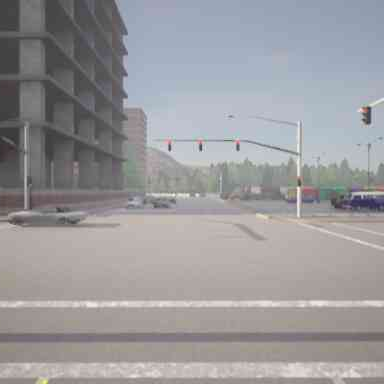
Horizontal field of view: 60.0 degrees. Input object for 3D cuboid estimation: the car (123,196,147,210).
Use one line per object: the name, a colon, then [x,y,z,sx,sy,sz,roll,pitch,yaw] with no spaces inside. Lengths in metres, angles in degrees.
car: [-7.252,1.428,41.831,1.812,1.442,4.674,0,0,0]

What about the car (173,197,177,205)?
car: [-3.671,1.468,57.309,1.895,1.301,4.718,0,0,1]

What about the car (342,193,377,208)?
car: [25.190,1.303,49.939,3.905,1.438,1.784,0,0,1]

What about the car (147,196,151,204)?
car: [-7.173,1.359,56.989,2.128,1.511,4.902,0,0,1]

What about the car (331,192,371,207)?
car: [25.169,1.087,52.622,4.605,1.855,1.932,0,0,1]

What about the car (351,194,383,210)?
car: [25.157,1.342,47.044,3.806,1.475,1.970,0,0,1]

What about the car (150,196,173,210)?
car: [-3.750,1.407,42.063,1.837,1.490,4.892,0,0,0]

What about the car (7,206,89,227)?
car: [-9.396,1.577,21.768,4.718,1.301,1.895,0,0,0]
